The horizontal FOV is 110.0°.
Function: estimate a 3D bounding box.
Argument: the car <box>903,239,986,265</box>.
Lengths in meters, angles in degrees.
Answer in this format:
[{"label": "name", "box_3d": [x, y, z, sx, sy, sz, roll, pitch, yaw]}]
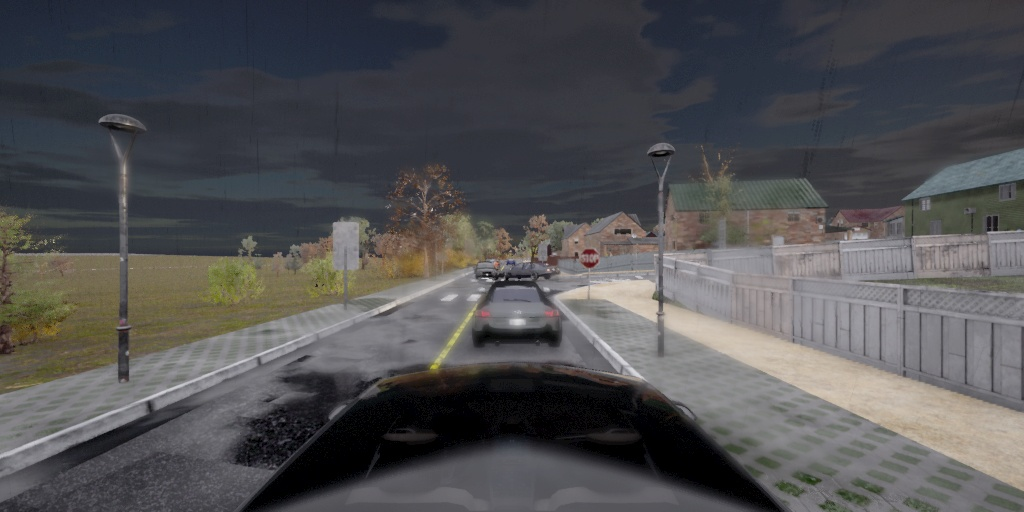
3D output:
[{"label": "car", "box_3d": [23.836, -0.208, 20.318, 4.902, 1.511, 2.128, -3, 0, 14]}]

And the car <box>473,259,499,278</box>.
[{"label": "car", "box_3d": [-2.334, 1.258, 31.201, 1.837, 1.490, 4.892, 0, 0, -8]}]

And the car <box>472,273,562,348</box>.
[{"label": "car", "box_3d": [0.081, 1.313, 9.282, 1.994, 1.385, 4.181, 0, 0, -1]}]

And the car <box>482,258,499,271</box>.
[{"label": "car", "box_3d": [-2.986, 1.121, 51.017, 2.097, 1.767, 4.553, 0, 0, 0]}]

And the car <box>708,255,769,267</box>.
[{"label": "car", "box_3d": [14.329, 0.413, 22.714, 4.181, 1.385, 1.994, -3, 0, 16]}]

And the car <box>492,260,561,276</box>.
[{"label": "car", "box_3d": [1.262, 1.198, 28.300, 5.357, 1.411, 2.033, -4, -3, 43]}]
